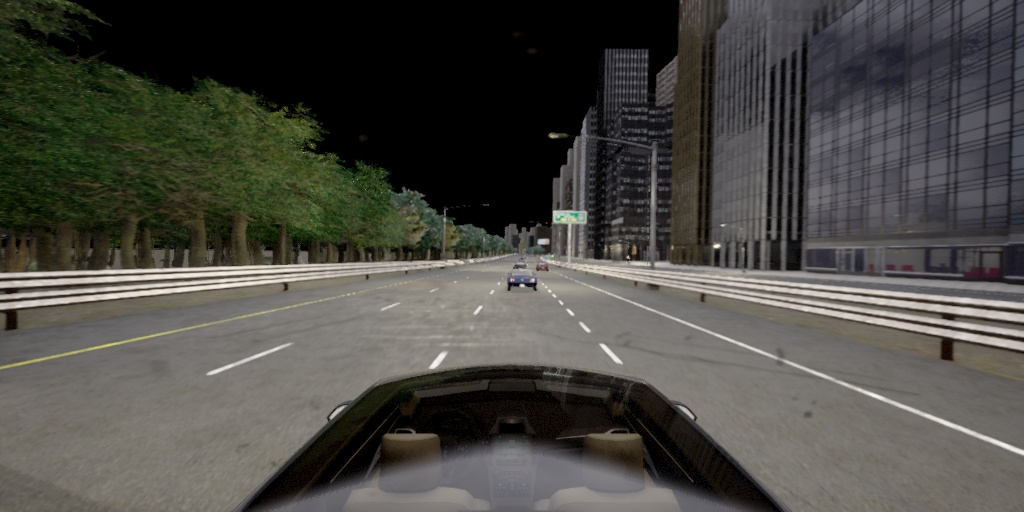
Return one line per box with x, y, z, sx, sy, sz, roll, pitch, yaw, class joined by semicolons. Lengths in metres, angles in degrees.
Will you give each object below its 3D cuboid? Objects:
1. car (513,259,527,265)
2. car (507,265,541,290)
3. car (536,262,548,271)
1.218;1.581;52.428;1.882;1.535;5.008;1;0;1;car
0.669;1.523;23.946;1.895;1.301;4.718;1;0;1;car
4.966;1.740;59.118;1.812;1.442;4.674;1;0;1;car
